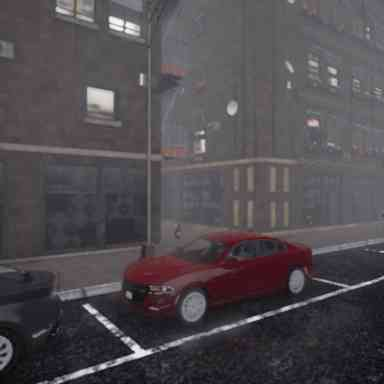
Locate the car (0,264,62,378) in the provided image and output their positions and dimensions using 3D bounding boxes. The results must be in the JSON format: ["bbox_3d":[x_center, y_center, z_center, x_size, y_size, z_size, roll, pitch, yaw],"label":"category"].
[{"bbox_3d":[-3.846,1.549,3.811,4.403,1.369,2.008,0,0,-36],"label":"car"}]

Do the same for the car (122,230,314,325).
[{"bbox_3d":[0.732,1.548,7.099,4.507,1.381,1.887,0,0,-36],"label":"car"}]
